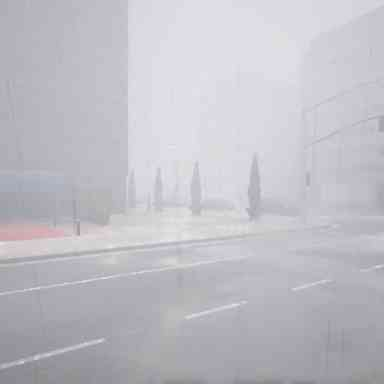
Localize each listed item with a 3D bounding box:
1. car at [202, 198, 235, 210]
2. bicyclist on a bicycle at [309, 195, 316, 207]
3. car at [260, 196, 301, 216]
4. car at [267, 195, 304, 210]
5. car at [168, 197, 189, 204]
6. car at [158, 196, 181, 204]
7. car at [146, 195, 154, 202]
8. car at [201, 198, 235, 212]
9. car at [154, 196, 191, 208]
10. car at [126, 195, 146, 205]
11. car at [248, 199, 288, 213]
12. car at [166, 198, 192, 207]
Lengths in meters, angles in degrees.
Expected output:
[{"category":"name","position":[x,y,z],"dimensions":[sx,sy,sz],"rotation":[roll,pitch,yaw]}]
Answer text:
[{"category":"car","position":[3.539,1.526,45.059],"dimensions":[1.812,1.442,4.674],"rotation":[0,0,-35]},{"category":"bicyclist on a bicycle","position":[16.964,1.301,46.732],"dimensions":[1.656,1.620,0.582],"rotation":[0,0,-35]},{"category":"car","position":[8.219,1.352,32.185],"dimensions":[2.097,1.767,4.553],"rotation":[0,0,-35]},{"category":"car","position":[12.538,1.352,44.724],"dimensions":[2.097,1.767,4.553],"rotation":[0,0,-35]},{"category":"car","position":[-2.712,1.601,66.608],"dimensions":[1.895,1.301,4.718],"rotation":[0,0,-35]},{"category":"car","position":[-4.210,1.491,62.608],"dimensions":[2.128,1.511,4.902],"rotation":[0,0,-34]},{"category":"car","position":[-9.676,1.384,70.378],"dimensions":[1.882,1.535,5.008],"rotation":[0,0,-35]},{"category":"car","position":[3.026,1.491,39.661],"dimensions":[2.128,1.511,4.902],"rotation":[0,0,-35]},{"category":"car","position":[-2.904,1.547,48.197],"dimensions":[2.033,1.411,5.357],"rotation":[0,0,-35]},{"category":"car","position":[-10.396,1.525,59.091],"dimensions":[1.812,1.442,4.674],"rotation":[0,0,-34]},{"category":"car","position":[8.535,1.564,37.866],"dimensions":[1.994,1.385,4.181],"rotation":[0,0,-35]},{"category":"car","position":[-2.179,1.601,53.302],"dimensions":[1.895,1.301,4.718],"rotation":[0,0,-35]}]
